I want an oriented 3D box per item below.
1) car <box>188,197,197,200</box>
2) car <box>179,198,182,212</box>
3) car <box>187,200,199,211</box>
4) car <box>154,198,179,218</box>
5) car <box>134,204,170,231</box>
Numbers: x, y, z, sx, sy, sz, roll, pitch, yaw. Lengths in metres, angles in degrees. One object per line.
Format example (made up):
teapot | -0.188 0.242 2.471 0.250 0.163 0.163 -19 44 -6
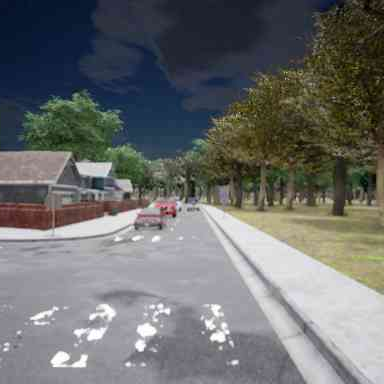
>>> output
car | 0.144 2.110 68.188 2.150 2.045 5.566 0 -1 -2
car | -2.735 1.860 50.110 2.150 2.045 5.566 0 -1 1
car | 0.199 2.271 52.593 1.895 1.301 4.718 0 -1 0
car | -2.781 1.662 35.657 2.150 2.045 5.566 0 -1 -1
car | -2.810 1.804 23.104 1.812 1.442 4.674 0 -1 0
